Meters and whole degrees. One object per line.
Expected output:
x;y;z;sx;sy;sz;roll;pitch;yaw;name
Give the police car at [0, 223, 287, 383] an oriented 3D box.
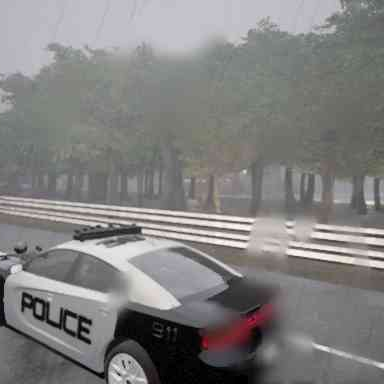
-1.314;1.295;4.809;5.238;1.638;1.930;2;1;36;police car
